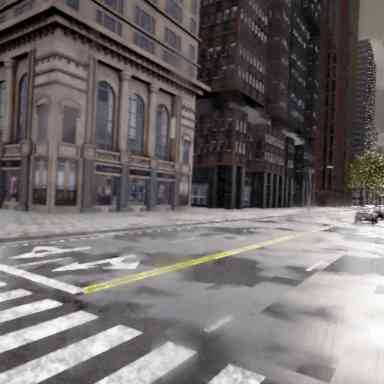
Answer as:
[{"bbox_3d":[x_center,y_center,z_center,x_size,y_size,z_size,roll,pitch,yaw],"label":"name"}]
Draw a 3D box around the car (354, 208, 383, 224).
[{"bbox_3d":[18.626,2.553,35.435,2.128,1.511,4.902,2,0,35],"label":"car"}]
